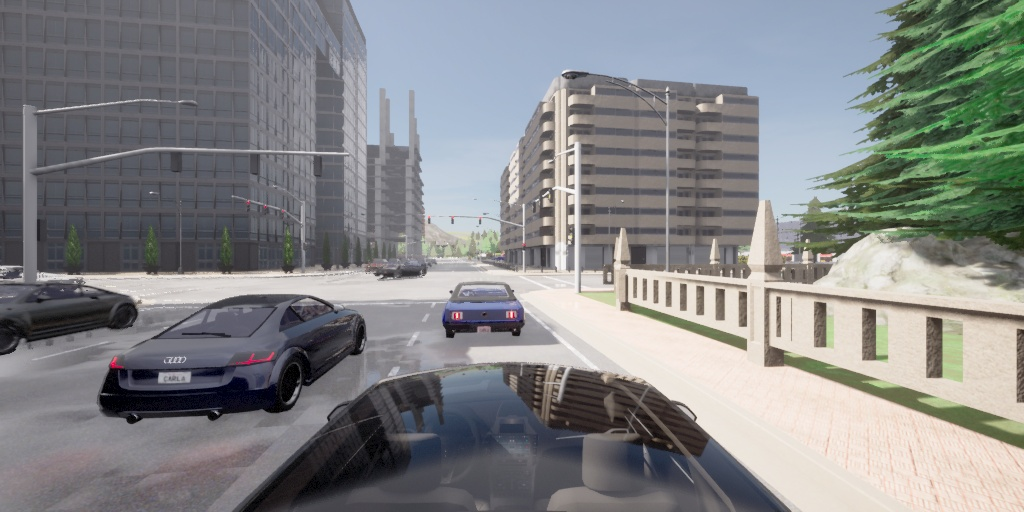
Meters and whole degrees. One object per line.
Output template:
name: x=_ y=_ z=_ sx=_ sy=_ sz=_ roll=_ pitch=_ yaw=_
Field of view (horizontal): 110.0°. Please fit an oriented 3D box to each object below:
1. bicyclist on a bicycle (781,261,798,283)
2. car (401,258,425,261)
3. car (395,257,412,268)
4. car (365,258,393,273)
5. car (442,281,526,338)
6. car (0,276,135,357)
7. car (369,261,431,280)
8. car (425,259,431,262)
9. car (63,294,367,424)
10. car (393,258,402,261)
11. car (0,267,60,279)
bicyclist on a bicycle: x=16.443 y=1.106 z=21.578 sx=0.582 sy=1.620 sz=1.656 roll=0 pitch=0 yaw=-8
car: x=-13.316 y=1.276 z=48.372 sx=1.812 sy=1.442 sz=4.674 roll=0 pitch=0 yaw=-8
car: x=-18.719 y=1.102 z=61.992 sx=2.097 sy=1.767 sz=4.553 roll=0 pitch=0 yaw=-8
car: x=-16.162 y=1.102 z=43.276 sx=2.097 sy=1.767 sz=4.553 roll=0 pitch=0 yaw=-8
car: x=-0.847 y=1.351 z=10.200 sx=1.895 sy=1.301 sz=4.718 roll=0 pitch=0 yaw=-6
car: x=-11.254 y=1.314 z=8.226 sx=1.994 sy=1.385 sz=4.181 roll=0 pitch=0 yaw=-7
car: x=-9.796 y=1.365 z=31.771 sx=1.895 sy=1.301 sz=4.718 roll=0 pitch=0 yaw=30
car: x=-14.435 y=1.102 z=56.420 sx=2.097 sy=1.767 sz=4.553 roll=0 pitch=0 yaw=-8
car: x=-3.928 y=1.314 z=5.963 sx=1.994 sy=1.385 sz=4.181 roll=0 pitch=0 yaw=-6
car: x=-17.362 y=1.102 z=52.046 sx=2.097 sy=1.767 sz=4.553 roll=0 pitch=0 yaw=-8
car: x=-26.296 y=1.406 z=19.180 sx=4.718 sy=1.301 sz=1.895 roll=0 pitch=0 yaw=-8
